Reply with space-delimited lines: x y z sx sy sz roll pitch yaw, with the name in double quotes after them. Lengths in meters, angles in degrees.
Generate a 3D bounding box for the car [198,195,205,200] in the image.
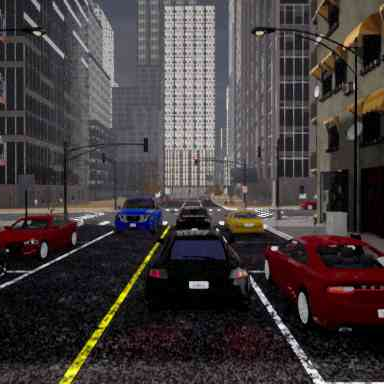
2.774 1.567 94.760 1.802 1.307 4.206 -1 0 0 "car"

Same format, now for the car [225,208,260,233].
2.699 1.520 18.046 1.752 1.417 4.829 -1 0 0 "car"

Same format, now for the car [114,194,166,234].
-2.981 1.322 19.586 2.150 2.045 5.566 0 0 0 "car"

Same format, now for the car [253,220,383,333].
2.689 1.543 6.830 1.887 1.381 4.507 -1 0 0 "car"

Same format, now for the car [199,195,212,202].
2.740 1.428 61.402 1.967 1.590 4.097 -1 0 0 "car"

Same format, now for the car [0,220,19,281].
-5.693 1.438 6.852 1.967 1.590 4.097 -1 0 0 "car"

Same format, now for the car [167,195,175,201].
-5.612 1.530 89.209 1.887 1.381 4.507 -1 0 0 "car"

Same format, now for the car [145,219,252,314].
0.111 1.562 7.714 1.994 1.385 4.181 0 0 0 "car"

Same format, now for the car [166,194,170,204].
-5.639 1.532 61.412 1.887 1.381 4.507 -1 0 0 "car"

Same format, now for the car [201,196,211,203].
2.747 1.512 67.132 1.752 1.417 4.829 -1 0 0 "car"

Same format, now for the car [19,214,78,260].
-5.687 1.541 12.375 1.887 1.381 4.507 -1 0 0 "car"

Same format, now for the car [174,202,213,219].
0.094 1.500 17.698 1.837 1.490 4.892 0 0 -1 "car"

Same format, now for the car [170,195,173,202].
-5.635 1.302 66.972 2.192 1.841 5.009 -1 0 0 "car"

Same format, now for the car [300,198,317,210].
14.287 1.250 36.990 4.507 1.381 1.887 -1 1 0 "car"
